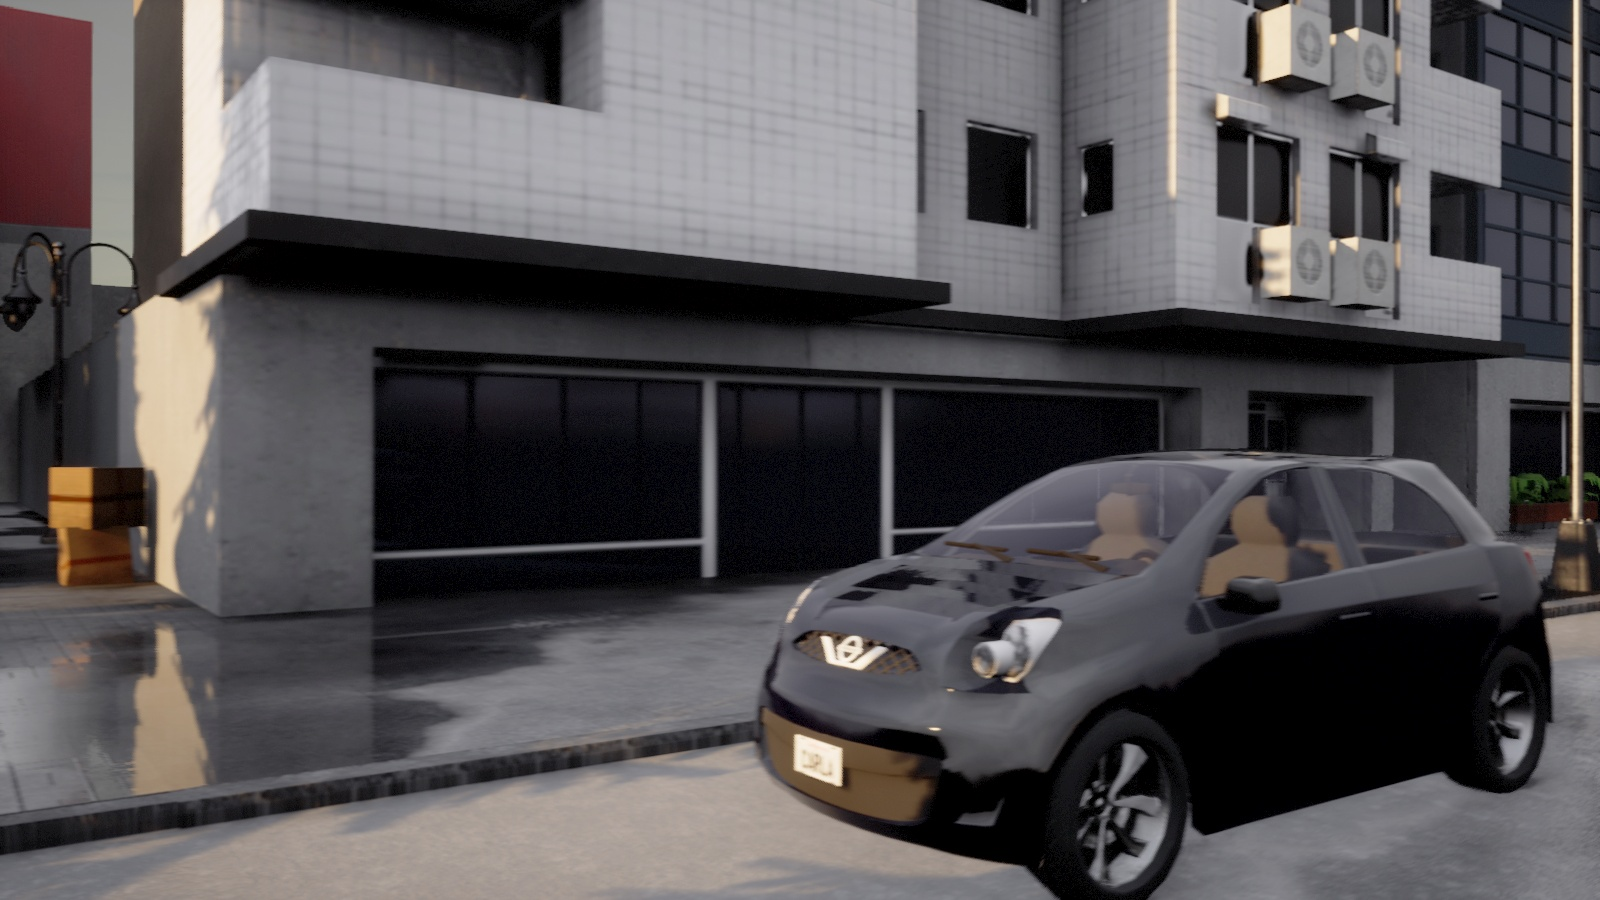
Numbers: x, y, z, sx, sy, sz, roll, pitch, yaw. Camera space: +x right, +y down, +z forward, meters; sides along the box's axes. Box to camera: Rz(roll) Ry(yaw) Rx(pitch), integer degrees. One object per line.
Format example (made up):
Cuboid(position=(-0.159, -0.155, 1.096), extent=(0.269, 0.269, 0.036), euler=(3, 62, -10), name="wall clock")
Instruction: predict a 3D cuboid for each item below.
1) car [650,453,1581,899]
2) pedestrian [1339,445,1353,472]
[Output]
Cuboid(position=(1.425, 0.769, 5.261), extent=(3.633, 1.501, 1.845), euler=(0, 0, -35), name="car")
Cuboid(position=(36.550, 0.574, 84.066), extent=(0.402, 1.842, 0.726), euler=(0, 0, -27), name="pedestrian")
